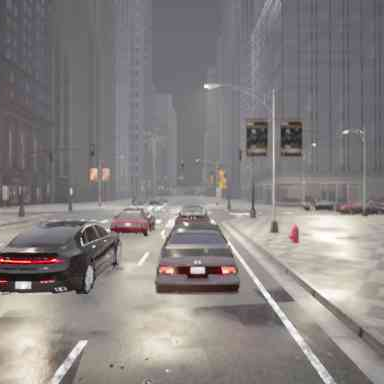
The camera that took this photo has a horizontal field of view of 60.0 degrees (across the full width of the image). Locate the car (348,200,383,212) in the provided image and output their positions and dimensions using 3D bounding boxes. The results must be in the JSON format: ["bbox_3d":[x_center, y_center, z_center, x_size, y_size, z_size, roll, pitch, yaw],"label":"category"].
[{"bbox_3d":[20.833,1.572,38.930,4.313,1.339,1.947,0,0,-1],"label":"car"}]

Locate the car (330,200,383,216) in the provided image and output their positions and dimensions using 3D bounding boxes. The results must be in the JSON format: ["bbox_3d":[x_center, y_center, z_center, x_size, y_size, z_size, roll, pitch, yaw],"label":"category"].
[{"bbox_3d":[15.321,1.522,30.320,4.206,1.307,1.802,0,0,-1],"label":"car"}]

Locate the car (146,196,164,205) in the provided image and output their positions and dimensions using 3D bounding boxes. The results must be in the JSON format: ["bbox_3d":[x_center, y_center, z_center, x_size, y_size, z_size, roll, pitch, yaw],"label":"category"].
[{"bbox_3d":[-6.554,1.782,59.344,1.895,1.301,4.718,0,0,0],"label":"car"}]

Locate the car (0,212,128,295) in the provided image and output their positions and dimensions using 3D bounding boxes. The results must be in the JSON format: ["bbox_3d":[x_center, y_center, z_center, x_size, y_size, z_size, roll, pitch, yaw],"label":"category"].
[{"bbox_3d":[-3.149,1.498,8.648,1.837,1.490,4.892,0,0,0],"label":"car"}]

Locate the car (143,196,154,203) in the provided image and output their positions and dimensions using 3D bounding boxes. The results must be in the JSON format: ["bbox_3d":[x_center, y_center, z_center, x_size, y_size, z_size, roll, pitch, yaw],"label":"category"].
[{"bbox_3d":[-9.735,1.777,75.173,1.837,1.490,4.892,0,0,0],"label":"car"}]

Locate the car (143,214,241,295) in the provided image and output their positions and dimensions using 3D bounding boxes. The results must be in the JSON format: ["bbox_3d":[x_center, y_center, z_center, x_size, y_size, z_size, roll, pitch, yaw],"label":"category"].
[{"bbox_3d":[0.108,1.541,8.853,2.033,1.411,5.357,0,0,0],"label":"car"}]

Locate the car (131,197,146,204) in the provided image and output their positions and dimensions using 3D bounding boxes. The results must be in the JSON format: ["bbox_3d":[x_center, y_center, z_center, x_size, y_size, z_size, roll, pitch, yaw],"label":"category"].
[{"bbox_3d":[-9.799,1.690,59.965,1.837,1.490,4.892,0,-1,0],"label":"car"}]

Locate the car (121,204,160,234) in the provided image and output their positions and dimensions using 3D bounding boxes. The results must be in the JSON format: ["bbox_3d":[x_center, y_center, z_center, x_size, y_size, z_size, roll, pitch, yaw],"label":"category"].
[{"bbox_3d":[-3.147,1.568,18.338,1.994,1.385,4.181,0,0,0],"label":"car"}]

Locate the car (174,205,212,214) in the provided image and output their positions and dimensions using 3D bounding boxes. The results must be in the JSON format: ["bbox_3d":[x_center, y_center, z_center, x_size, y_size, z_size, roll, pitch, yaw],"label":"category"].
[{"bbox_3d":[0.050,1.509,18.591,1.837,1.490,4.892,0,0,1],"label":"car"}]

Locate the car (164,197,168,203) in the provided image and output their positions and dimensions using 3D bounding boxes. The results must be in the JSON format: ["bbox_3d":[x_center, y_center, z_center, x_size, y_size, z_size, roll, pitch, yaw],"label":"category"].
[{"bbox_3d":[-6.485,1.827,74.663,1.994,1.385,4.181,0,0,0],"label":"car"}]

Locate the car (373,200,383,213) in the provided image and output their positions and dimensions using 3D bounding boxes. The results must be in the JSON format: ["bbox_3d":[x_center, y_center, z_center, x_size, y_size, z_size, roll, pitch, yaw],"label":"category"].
[{"bbox_3d":[22.383,1.538,36.194,4.181,1.385,1.994,0,-1,-1],"label":"car"}]

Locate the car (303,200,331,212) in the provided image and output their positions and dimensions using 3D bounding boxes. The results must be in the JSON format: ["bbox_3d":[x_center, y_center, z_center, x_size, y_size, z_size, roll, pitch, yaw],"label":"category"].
[{"bbox_3d":[15.193,1.591,38.843,4.313,1.339,1.947,0,0,-1],"label":"car"}]
